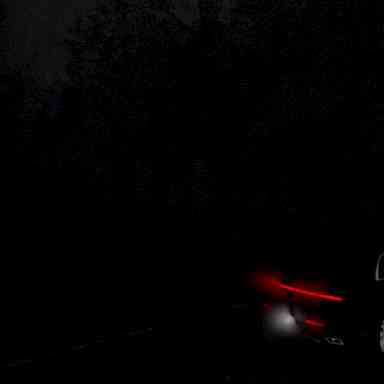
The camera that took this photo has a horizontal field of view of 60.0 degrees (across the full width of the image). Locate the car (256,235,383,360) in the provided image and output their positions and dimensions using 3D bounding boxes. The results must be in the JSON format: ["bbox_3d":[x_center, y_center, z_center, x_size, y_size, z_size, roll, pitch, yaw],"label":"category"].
[{"bbox_3d":[3.315,1.574,6.107,4.892,1.490,1.837,1,0,-35],"label":"car"}]
